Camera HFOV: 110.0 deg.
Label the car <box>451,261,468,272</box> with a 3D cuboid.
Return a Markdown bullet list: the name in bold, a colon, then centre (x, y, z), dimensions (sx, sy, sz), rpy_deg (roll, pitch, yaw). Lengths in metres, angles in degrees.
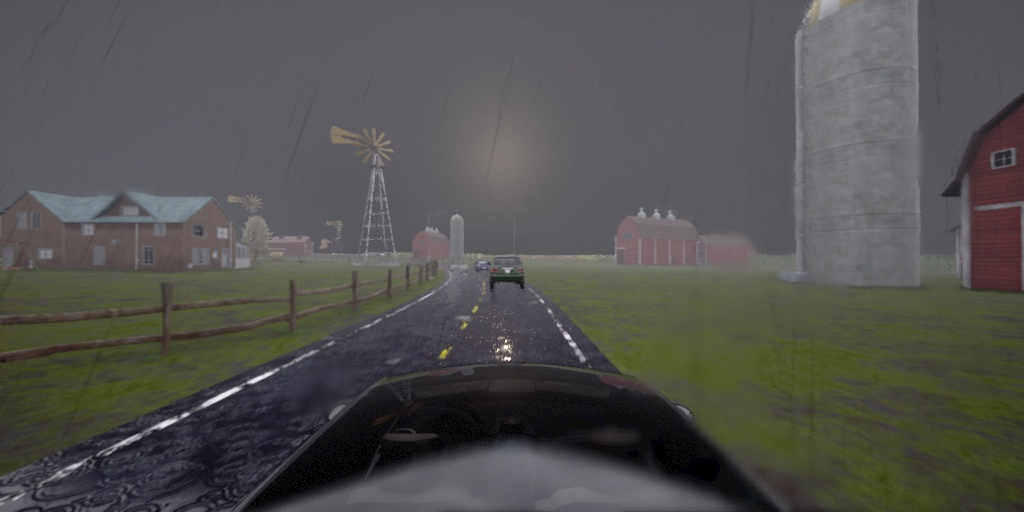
- **car**: centre (-6.573, 1.336, 44.713), dimensions (1.895, 1.301, 4.718), rpy_deg (0, 0, -13)

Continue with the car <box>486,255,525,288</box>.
- **car**: centre (-0.438, 0.978, 23.742), dimensions (2.150, 2.045, 5.566), rpy_deg (0, 0, -4)

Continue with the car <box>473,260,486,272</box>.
- **car**: centre (-3.931, 1.266, 46.138), dimensions (1.812, 1.442, 4.674), rpy_deg (0, 0, -13)
